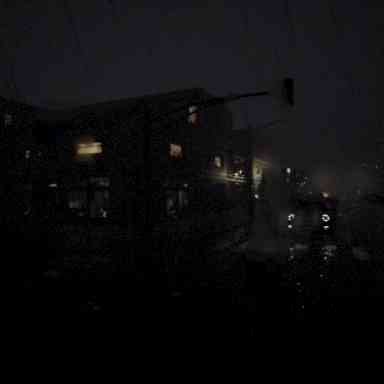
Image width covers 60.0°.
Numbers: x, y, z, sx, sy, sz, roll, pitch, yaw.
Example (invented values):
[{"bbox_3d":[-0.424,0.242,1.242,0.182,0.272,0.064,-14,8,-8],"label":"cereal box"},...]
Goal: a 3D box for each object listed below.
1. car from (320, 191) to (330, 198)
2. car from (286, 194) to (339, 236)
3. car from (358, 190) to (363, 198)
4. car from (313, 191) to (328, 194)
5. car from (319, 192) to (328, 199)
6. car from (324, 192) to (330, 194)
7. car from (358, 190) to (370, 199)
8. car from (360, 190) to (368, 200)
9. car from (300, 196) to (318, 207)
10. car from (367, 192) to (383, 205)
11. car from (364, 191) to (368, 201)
[{"bbox_3d":[33.485,0.556,83.710,2.192,1.841,5.009,0,1,24],"label":"car"},{"bbox_3d":[6.378,1.203,17.590,2.097,1.767,4.553,-1,0,26],"label":"car"},{"bbox_3d":[36.633,0.744,70.320,1.752,1.417,4.829,0,1,24],"label":"car"},{"bbox_3d":[22.098,0.807,58.489,2.192,1.841,5.009,0,1,24],"label":"car"},{"bbox_3d":[31.138,0.818,78.513,1.752,1.417,4.829,0,1,24],"label":"car"},{"bbox_3d":[20.756,1.137,49.045,1.895,1.301,4.718,-1,0,25],"label":"car"},{"bbox_3d":[38.840,0.485,75.208,2.192,1.841,5.009,0,1,24],"label":"car"},{"bbox_3d":[32.009,0.865,60.077,1.887,1.381,4.507,0,1,24],"label":"car"},{"bbox_3d":[15.268,1.224,43.360,1.802,1.307,4.206,0,1,24],"label":"car"},{"bbox_3d":[25.247,0.994,45.099,1.752,1.417,4.829,0,1,24],"label":"car"},{"bbox_3d":[27.524,0.944,50.143,1.752,1.417,4.829,0,1,24],"label":"car"}]
